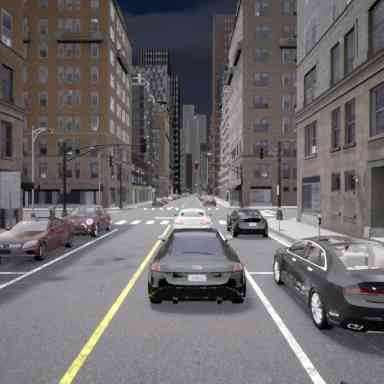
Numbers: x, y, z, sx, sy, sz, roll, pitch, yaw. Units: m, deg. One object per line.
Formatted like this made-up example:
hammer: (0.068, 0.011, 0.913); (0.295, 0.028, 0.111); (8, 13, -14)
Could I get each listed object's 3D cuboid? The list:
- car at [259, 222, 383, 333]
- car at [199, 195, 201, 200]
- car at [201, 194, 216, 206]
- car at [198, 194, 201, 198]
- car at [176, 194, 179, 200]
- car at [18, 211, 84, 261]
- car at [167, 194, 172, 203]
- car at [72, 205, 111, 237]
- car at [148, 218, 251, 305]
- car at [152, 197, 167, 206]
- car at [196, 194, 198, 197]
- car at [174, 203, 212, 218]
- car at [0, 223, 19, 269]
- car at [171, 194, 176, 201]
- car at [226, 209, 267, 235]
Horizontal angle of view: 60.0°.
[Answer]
car: (2.860, 1.550, 6.719); (2.008, 1.369, 4.403); (0, 0, 0)
car: (2.959, 1.606, 65.629); (2.008, 1.369, 4.403); (0, 0, 0)
car: (2.930, 1.476, 54.812); (1.967, 1.590, 4.097); (0, 0, 0)
car: (2.986, 1.524, 76.447); (1.967, 1.590, 4.097); (0, 0, 0)
car: (-5.498, 1.456, 92.691); (2.192, 1.841, 5.009); (0, 0, 0)
car: (-5.661, 1.582, 12.227); (1.802, 1.307, 4.206); (0, 0, 0)
car: (-5.566, 1.606, 65.648); (2.008, 1.369, 4.403); (0, 0, 0)
car: (-5.657, 1.441, 17.728); (1.967, 1.590, 4.097); (0, 0, 0)
car: (0.088, 1.564, 8.184); (1.994, 1.385, 4.181); (0, 0, 0)
car: (-5.594, 1.617, 54.831); (1.802, 1.307, 4.206); (0, 0, 0)
car: (3.026, 1.456, 92.675); (2.192, 1.841, 5.009); (0, 0, 0)
car: (0.047, 1.526, 16.943); (1.812, 1.442, 4.674); (0, 0, 1)
car: (-5.665, 1.566, 6.725); (1.947, 1.339, 4.313); (0, 0, 0)
car: (-5.525, 1.625, 81.703); (1.752, 1.417, 4.829); (0, 0, 0)
car: (2.869, 1.566, 17.721); (1.947, 1.339, 4.313); (0, 0, 0)
